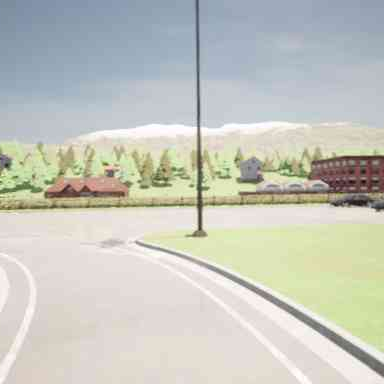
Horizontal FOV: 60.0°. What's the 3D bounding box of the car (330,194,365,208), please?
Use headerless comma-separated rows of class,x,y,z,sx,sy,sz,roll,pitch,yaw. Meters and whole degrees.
car,17.846,0.974,36.978,4.892,1.490,1.837,0,0,-7

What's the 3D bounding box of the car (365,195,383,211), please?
car,18.700,1.018,30.033,4.892,1.490,1.837,-1,0,-7
